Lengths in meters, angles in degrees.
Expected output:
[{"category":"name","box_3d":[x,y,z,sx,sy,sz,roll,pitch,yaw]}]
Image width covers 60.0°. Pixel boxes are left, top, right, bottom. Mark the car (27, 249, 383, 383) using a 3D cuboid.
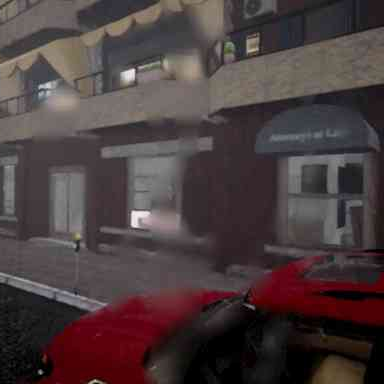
[{"category":"car","box_3d":[1.097,1.315,1.924,5.009,1.841,2.192,0,1,36]}]
